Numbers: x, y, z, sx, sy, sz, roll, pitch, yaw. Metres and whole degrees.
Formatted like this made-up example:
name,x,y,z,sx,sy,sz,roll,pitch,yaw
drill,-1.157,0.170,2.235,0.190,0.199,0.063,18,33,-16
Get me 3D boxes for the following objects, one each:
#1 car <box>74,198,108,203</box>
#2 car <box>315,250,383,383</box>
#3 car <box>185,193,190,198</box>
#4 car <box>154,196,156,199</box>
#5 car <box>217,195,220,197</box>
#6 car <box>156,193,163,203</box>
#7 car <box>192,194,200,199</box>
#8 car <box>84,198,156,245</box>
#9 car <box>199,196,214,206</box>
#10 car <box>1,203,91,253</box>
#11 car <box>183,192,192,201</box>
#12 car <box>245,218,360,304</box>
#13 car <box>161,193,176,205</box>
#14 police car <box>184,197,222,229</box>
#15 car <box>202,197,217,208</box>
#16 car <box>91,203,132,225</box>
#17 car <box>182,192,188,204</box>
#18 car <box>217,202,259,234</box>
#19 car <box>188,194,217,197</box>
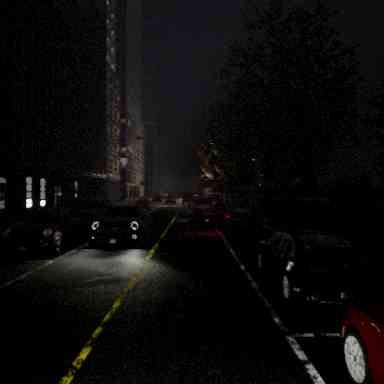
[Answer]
name,x,y,z,sx,sy,sz,roll,pitch,yaw
car,-5.827,1.294,19.006,2.192,1.841,5.009,0,0,0
car,2.694,1.544,2.377,1.887,1.381,4.507,0,0,0
car,0.673,1.279,37.379,2.097,1.767,4.553,0,0,1
car,-6.020,1.478,41.313,1.947,1.339,4.313,0,0,-1
car,2.511,1.228,41.282,2.192,1.841,5.009,0,0,-2
car,-6.602,1.398,63.553,1.802,1.307,4.206,0,0,-1
car,1.200,1.242,91.303,2.008,1.369,4.403,0,0,-1
car,-3.098,1.338,15.250,2.097,1.767,4.553,0,0,0
car,2.218,1.416,52.399,2.008,1.369,4.403,0,0,-2
car,-5.830,1.429,13.447,1.967,1.590,4.097,0,0,0
car,-1.006,0.971,72.583,2.097,1.767,4.553,0,0,-2
car,2.695,1.546,7.938,2.008,1.369,4.403,0,0,0
car,-3.624,1.329,55.485,1.882,1.535,5.008,0,0,-1
police car,0.733,1.399,21.403,1.930,1.638,5.238,0,0,-3
car,2.364,1.472,46.841,1.802,1.307,4.206,0,0,-1
car,-5.827,1.533,24.568,1.947,1.339,4.313,0,0,0
car,-0.614,1.195,57.588,2.097,1.767,4.553,0,0,-2
car,2.698,1.523,19.059,1.887,1.381,4.507,0,0,0
car,0.889,1.299,31.330,2.097,1.767,4.553,0,0,0
